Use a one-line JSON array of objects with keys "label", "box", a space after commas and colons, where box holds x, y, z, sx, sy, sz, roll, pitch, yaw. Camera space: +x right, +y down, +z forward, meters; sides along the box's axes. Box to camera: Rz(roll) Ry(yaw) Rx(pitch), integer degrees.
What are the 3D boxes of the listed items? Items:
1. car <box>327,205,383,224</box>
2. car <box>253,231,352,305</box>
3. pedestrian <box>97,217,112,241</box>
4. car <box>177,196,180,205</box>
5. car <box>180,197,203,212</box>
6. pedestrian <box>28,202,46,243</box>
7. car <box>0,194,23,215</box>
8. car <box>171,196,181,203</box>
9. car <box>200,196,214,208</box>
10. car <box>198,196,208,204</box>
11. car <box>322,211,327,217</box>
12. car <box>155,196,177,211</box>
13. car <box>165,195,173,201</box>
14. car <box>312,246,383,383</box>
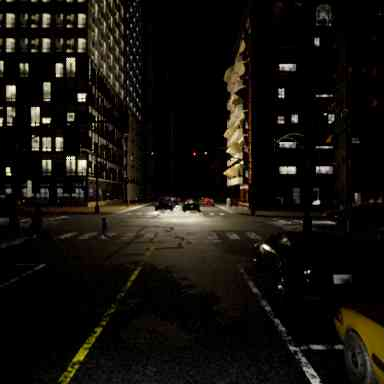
[{"label": "car", "box": [13.994, 1.875, 27.728, 4.181, 1.385, 1.994, 1, 0, -1]}, {"label": "car", "box": [2.640, 1.571, 7.924, 1.947, 1.339, 4.313, 0, 0, 0]}, {"label": "pedestrian", "box": [-4.054, 1.304, 15.344, 0.375, 1.860, 0.375, 0, 0, 0]}, {"label": "car", "box": [-3.409, 1.533, 49.890, 2.128, 1.511, 4.902, 0, 0, 0]}, {"label": "car", "box": [-0.081, 1.593, 39.501, 1.994, 1.385, 4.181, 0, 0, -2]}, {"label": "pedestrian", "box": [-6.863, 1.304, 14.723, 0.375, 1.860, 0.375, 0, 0, 0]}, {"label": "car", "box": [-17.883, 1.047, 29.859, 5.009, 1.841, 2.192, 1, -1, -1]}, {"label": "car", "box": [-3.450, 1.548, 71.489, 1.882, 1.535, 5.008, 0, 0, 0]}, {"label": "car", "box": [2.427, 1.624, 49.947, 1.802, 1.307, 4.206, 0, 0, 0]}, {"label": "car", "box": [2.261, 1.616, 68.512, 2.008, 1.369, 4.403, 0, 0, 0]}, {"label": "car", "box": [14.451, 1.854, 30.339, 4.829, 1.417, 1.752, 1, -1, -1]}, {"label": "car", "box": [-3.353, 1.384, 40.828, 2.097, 1.767, 4.553, 0, 0, 0]}, {"label": "car", "box": [-6.262, 1.650, 91.053, 2.008, 1.369, 4.403, 0, 0, 0]}, {"label": "car", "box": [2.675, 1.527, 2.411, 1.752, 1.417, 4.829, 0, 0, 0]}]
